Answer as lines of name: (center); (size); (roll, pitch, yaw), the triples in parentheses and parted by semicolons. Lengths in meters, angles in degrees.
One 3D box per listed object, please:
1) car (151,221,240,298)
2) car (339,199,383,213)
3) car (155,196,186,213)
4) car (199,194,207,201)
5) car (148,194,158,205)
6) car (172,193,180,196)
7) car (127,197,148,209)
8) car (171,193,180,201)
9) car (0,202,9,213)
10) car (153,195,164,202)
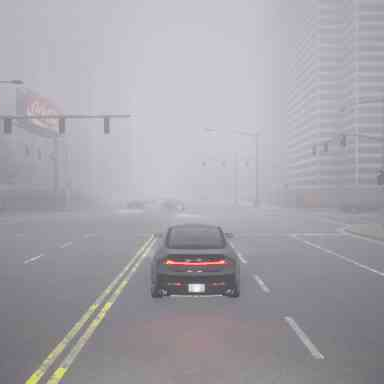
car: (0.055, 1.505, 8.498); (1.837, 1.490, 4.892); (0, 0, -1)
car: (18.443, 1.477, 35.713); (5.008, 1.535, 1.882); (0, 0, -1)
car: (-2.138, 1.492, 37.118); (2.128, 1.511, 4.902); (0, 0, -20)
car: (2.912, 1.355, 88.755); (2.097, 1.767, 4.553); (0, 0, 0)
car: (-7.470, 1.563, 60.381); (1.994, 1.385, 4.181); (0, 0, 0)
car: (-3.957, 1.525, 67.737); (1.812, 1.442, 4.674); (0, 0, 0)
car: (-7.386, 1.601, 44.106); (1.895, 1.301, 4.718); (0, 0, 0)
car: (-4.041, 1.212, 81.793); (2.150, 2.045, 5.566); (0, 0, 0)
car: (-21.932, 1.525, 35.149); (4.674, 1.442, 1.812); (0, 0, 0)
car: (-7.497, 1.525, 75.158); (2.128, 1.511, 4.902); (0, 0, 0)
